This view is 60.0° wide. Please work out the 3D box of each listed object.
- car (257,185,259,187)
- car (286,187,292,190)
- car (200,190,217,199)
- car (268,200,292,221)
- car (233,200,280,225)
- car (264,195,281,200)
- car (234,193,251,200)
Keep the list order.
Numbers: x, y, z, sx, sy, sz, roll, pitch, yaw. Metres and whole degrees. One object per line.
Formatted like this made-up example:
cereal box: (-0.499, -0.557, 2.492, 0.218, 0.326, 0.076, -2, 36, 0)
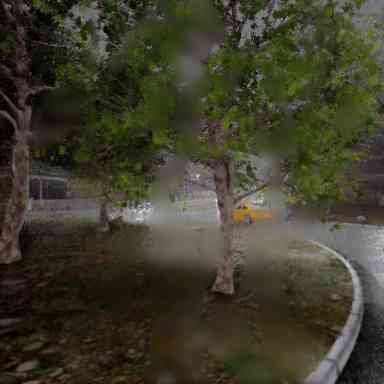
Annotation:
car: (17.161, -1.053, 90.388, 2.163, 1.488, 4.792, 0, 3, 30)
car: (23.403, -0.560, 77.642, 2.033, 1.411, 5.357, 0, 3, 30)
car: (3.403, 0.462, 66.160, 1.946, 1.575, 5.366, 0, 3, 30)
car: (6.844, 1.682, 28.912, 1.812, 1.442, 4.674, 0, 0, -16)
car: (4.075, 1.617, 25.589, 1.882, 1.535, 5.008, 1, -1, -30)
car: (12.071, 1.119, 49.875, 1.994, 1.385, 4.181, 0, 3, 23)
car: (6.941, 1.323, 46.017, 1.882, 1.535, 5.008, 0, 2, 20)
